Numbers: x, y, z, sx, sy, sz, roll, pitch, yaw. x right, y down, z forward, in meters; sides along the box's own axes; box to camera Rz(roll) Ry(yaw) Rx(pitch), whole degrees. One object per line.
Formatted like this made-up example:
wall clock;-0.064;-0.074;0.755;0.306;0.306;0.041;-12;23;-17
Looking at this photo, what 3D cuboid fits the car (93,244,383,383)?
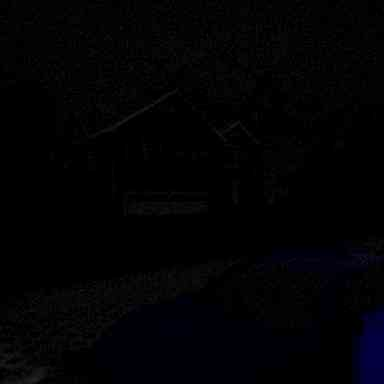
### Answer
car;1.357;1.475;4.039;5.008;1.535;1.882;0;0;-35
